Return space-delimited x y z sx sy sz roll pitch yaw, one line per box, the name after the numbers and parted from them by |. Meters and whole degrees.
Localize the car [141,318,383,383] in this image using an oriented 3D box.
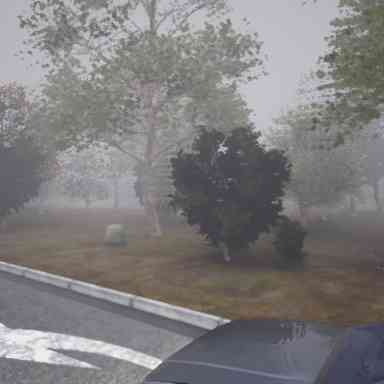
2.102 1.548 1.878 5.357 1.411 2.033 0 0 35 | car
